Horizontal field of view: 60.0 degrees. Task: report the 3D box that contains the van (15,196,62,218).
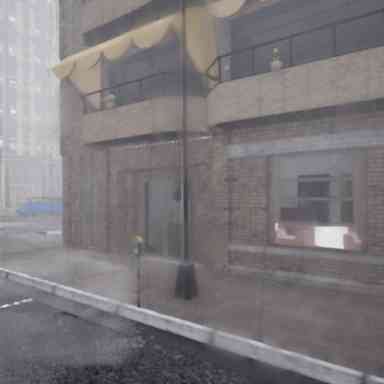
[{"bbox_3d":[-12.728,1.228,28.271,1.690,1.788,3.998,-1,-1,36],"label":"van"}]
